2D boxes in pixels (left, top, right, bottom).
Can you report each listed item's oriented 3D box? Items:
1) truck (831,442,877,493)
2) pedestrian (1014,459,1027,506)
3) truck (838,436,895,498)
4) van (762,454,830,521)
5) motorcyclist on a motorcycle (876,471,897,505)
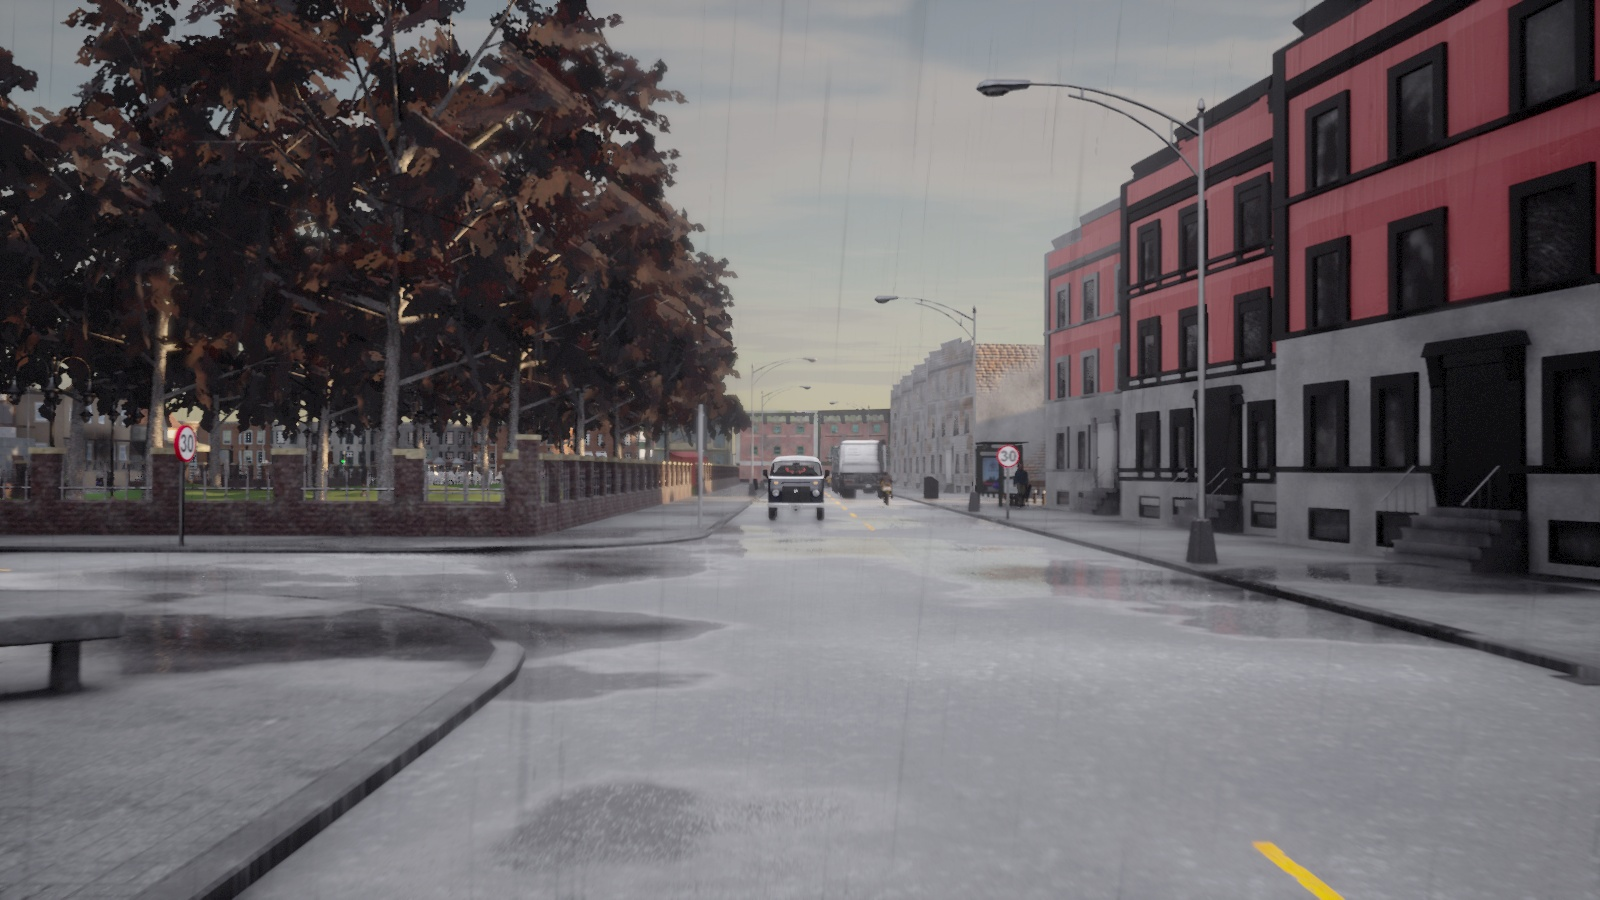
[{"bbox_3d":[3.740,1.240,88.607,2.891,3.462,7.936,0,-1,0],"label":"truck"},{"bbox_3d":[8.849,1.296,50.321,0.402,1.842,0.726,0,-1,2],"label":"pedestrian"},{"bbox_3d":[3.793,1.000,73.653,2.891,3.462,7.936,0,-1,0],"label":"truck"},{"bbox_3d":[-0.102,1.187,40.435,2.069,2.038,4.480,0,-1,0],"label":"van"},{"bbox_3d":[3.845,1.680,56.021,0.797,1.523,2.044,0,-1,0],"label":"motorcyclist on a motorcycle"}]
